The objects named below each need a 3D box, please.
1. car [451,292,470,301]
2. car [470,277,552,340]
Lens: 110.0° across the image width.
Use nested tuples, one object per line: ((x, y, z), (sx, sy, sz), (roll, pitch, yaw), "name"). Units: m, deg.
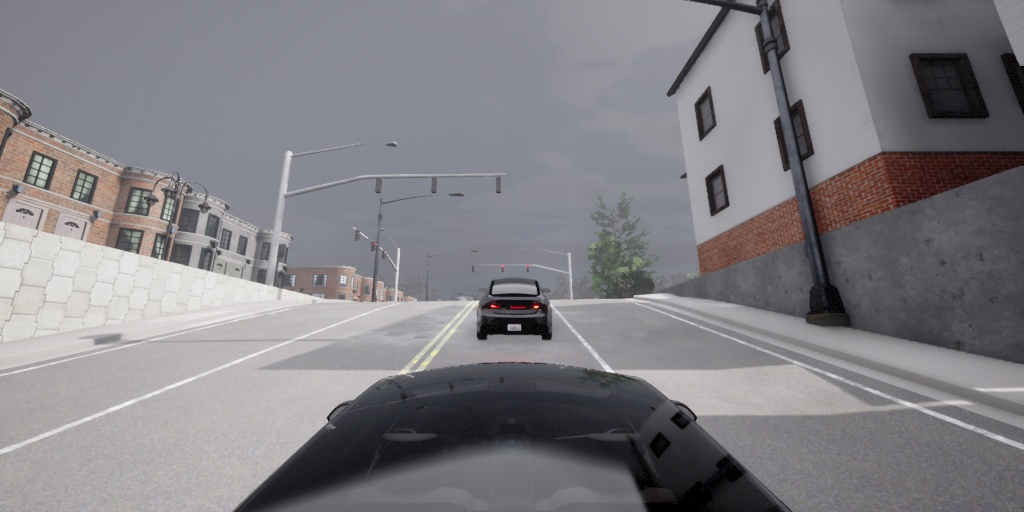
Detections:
((-3.631, 3.574, 28.344), (2.128, 1.511, 4.902), (0, -14, 0), "car")
((0.067, 1.353, 10.343), (1.837, 1.490, 4.892), (0, 0, 0), "car")
